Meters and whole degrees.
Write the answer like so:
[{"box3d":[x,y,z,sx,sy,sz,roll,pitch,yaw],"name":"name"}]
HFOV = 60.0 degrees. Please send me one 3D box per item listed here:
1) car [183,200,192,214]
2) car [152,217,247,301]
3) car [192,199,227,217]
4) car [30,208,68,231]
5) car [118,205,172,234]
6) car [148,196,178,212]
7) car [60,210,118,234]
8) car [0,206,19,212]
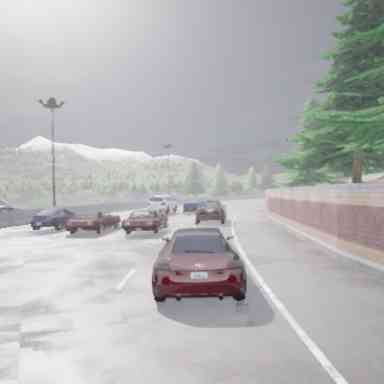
[{"box3d":[0.371,1.573,37.800,1.882,1.535,5.008,-2,0,13],"name":"car"},{"box3d":[0.165,1.583,8.435,1.994,1.385,4.181,-2,0,1],"name":"car"},{"box3d":[1.547,1.382,25.477,2.097,1.767,4.553,-1,0,8],"name":"car"},{"box3d":[-9.351,1.839,23.191,1.812,1.442,4.674,-2,0,7],"name":"car"},{"box3d":[-2.659,1.728,20.074,1.895,1.301,4.718,-2,0,5],"name":"car"},{"box3d":[-3.264,1.416,37.588,2.150,2.045,5.566,-2,0,12],"name":"car"},{"box3d":[-6.062,1.820,20.919,1.895,1.301,4.718,-2,0,6],"name":"car"},{"box3d":[-18.826,2.118,32.256,2.128,1.511,4.902,-2,0,10],"name":"car"}]
